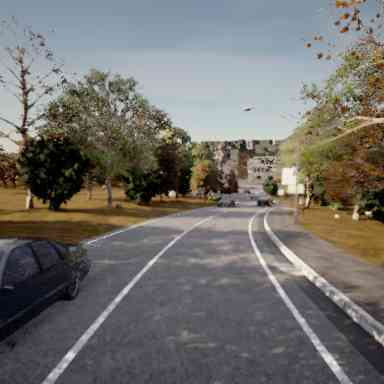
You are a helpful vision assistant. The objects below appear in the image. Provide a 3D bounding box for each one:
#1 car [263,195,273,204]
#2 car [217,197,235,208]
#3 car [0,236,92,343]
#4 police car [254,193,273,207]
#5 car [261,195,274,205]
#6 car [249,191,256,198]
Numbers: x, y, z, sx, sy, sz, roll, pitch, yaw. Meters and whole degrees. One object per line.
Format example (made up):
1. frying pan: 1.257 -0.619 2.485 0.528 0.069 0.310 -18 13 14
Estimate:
1. car: 15.461 1.525 68.021 1.882 1.535 5.008 1 0 12
2. car: 4.911 1.466 47.082 2.033 1.411 5.357 2 0 17
3. car: -3.374 1.515 5.578 2.033 1.411 5.357 0 0 3
4. police car: 11.354 1.481 52.360 1.930 1.638 5.238 2 0 17
5. car: 14.083 1.409 61.999 2.097 1.767 4.553 1 0 14
6. car: 16.933 0.981 86.978 1.812 1.442 4.674 0 3 2
